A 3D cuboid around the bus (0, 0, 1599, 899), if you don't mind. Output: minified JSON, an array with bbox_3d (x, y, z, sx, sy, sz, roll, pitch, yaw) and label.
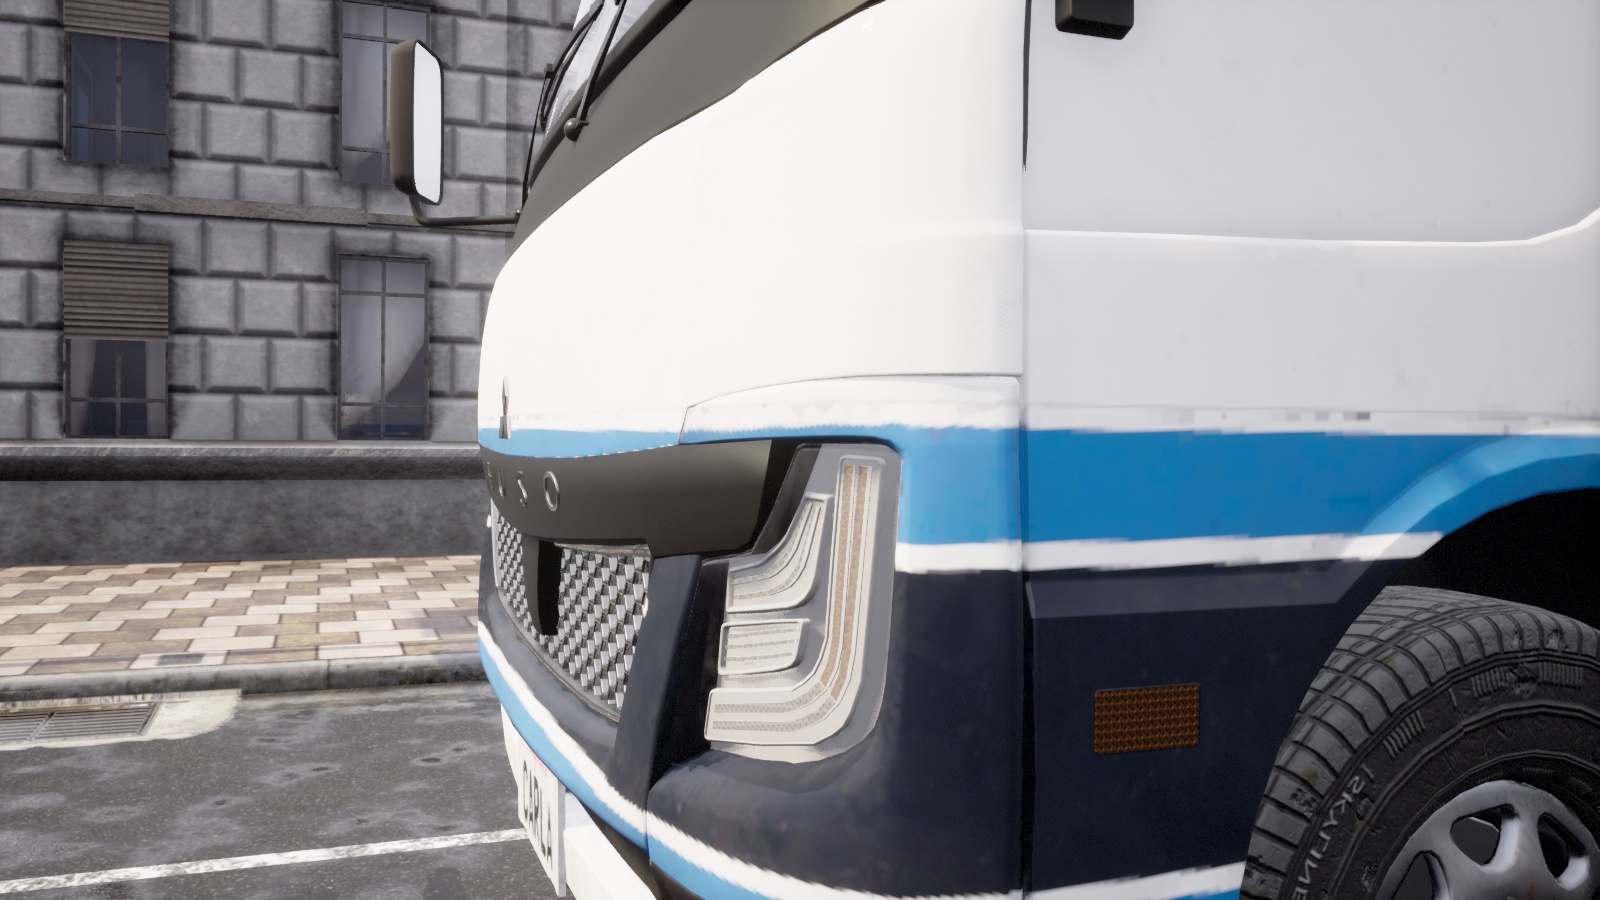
[{"bbox_3d":[3.496,-0.691,4.578,10.273,4.253,3.944,-1,1,-21],"label":"bus"}]
